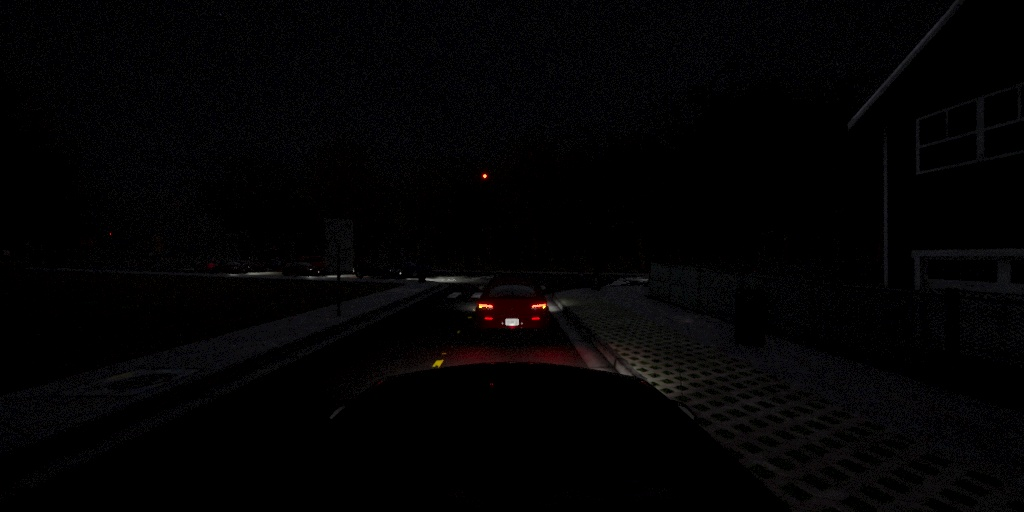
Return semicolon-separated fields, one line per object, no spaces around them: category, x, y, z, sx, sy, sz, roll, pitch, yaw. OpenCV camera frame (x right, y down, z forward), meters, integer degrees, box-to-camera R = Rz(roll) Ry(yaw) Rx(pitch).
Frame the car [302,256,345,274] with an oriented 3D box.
car;-20.773;0.989;39.320;5.566;2.045;2.150;0;0;23

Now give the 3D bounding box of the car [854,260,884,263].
car;24.444;1.175;23.554;5.008;1.535;1.882;0;0;23

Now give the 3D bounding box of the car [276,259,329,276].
car;-20.971;1.279;35.866;4.674;1.442;1.812;0;0;24

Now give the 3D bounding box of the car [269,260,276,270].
car;-34.826;1.326;52.628;4.674;1.442;1.812;0;0;24

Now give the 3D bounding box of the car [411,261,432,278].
car;-10.050;1.230;34.688;5.008;1.535;1.882;0;0;25

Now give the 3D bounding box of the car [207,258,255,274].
car;-31.744;1.290;40.535;4.674;1.442;1.812;0;0;23

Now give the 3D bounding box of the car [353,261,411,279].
car;-11.891;1.234;31.946;4.902;1.511;2.128;0;0;23

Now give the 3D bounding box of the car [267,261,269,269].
car;-36.405;1.353;49.774;4.181;1.385;1.994;0;0;24

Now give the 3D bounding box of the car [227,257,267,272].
car;-33.479;1.254;44.835;5.008;1.535;1.882;0;0;24

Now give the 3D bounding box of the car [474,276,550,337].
car;0.009;1.276;10.126;1.812;1.442;4.674;0;0;0
